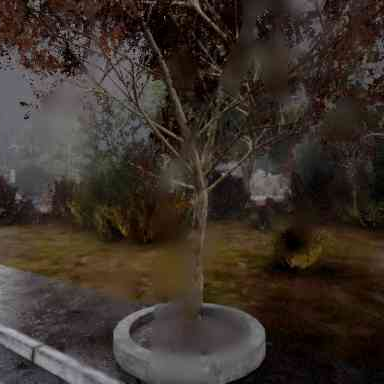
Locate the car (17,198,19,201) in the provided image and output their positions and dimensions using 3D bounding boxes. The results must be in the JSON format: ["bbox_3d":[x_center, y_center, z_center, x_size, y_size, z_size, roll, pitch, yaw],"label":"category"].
[{"bbox_3d":[-20.060,1.213,34.564,1.882,1.535,5.008,1,0,32],"label":"car"}]

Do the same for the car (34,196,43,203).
[{"bbox_3d":[-22.061,1.216,44.900,2.033,1.411,5.357,1,0,32],"label":"car"}]
